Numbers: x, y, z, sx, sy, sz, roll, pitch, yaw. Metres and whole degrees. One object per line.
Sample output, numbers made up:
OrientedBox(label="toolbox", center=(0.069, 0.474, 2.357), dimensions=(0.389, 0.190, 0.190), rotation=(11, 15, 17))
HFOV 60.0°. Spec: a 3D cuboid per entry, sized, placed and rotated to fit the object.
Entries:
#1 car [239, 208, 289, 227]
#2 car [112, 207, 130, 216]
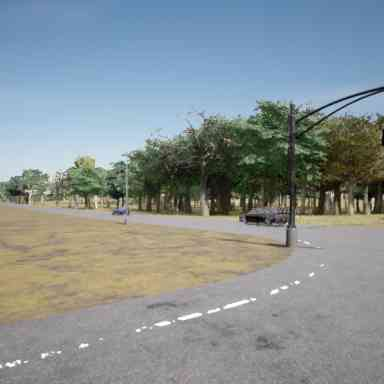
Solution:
OrientedBox(label="car", center=(6.200, 2.151, 29.127), dimensions=(2.128, 1.511, 4.902), rotation=(1, -2, -33))
OrientedBox(label="car", center=(-12.125, 3.269, 56.951), dimensions=(1.812, 1.442, 4.674), rotation=(1, -2, -33))
